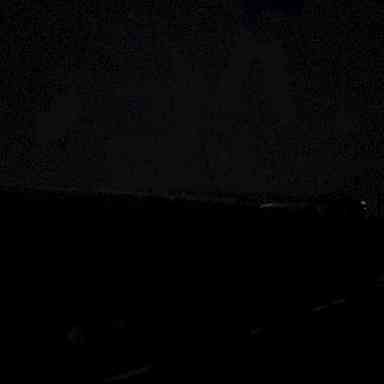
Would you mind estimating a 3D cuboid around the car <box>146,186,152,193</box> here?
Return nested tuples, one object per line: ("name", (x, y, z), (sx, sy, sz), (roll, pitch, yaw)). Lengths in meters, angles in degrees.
("car", (-7.343, -0.469, 65.041), (2.128, 1.511, 4.902), (-3, 4, -35))

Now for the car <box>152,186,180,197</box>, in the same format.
("car", (-4.466, 0.006, 56.155), (1.994, 1.385, 4.181), (-3, 4, -34))

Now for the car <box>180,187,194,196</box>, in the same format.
("car", (-1.534, -0.160, 56.910), (1.837, 1.490, 4.892), (-3, 4, -34))

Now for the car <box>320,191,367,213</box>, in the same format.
("car", (13.971, 0.835, 29.945), (2.097, 1.767, 4.553), (-3, 4, -35))

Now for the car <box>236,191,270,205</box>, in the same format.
("car", (7.231, 0.657, 39.486), (1.994, 1.385, 4.181), (-3, 4, -35))
